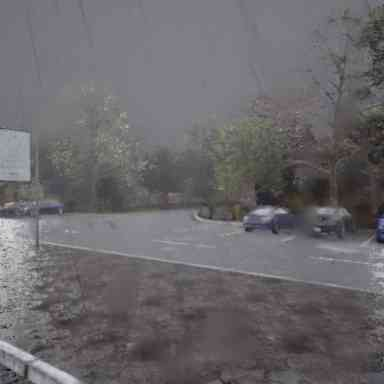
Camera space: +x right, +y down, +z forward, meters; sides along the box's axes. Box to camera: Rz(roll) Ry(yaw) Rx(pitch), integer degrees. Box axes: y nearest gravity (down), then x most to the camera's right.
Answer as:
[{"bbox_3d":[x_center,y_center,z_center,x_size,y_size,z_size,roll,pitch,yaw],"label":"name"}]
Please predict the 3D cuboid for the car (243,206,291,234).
[{"bbox_3d":[4.551,1.538,19.305,2.002,1.452,4.674,0,0,36],"label":"car"}]

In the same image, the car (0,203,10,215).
[{"bbox_3d":[-17.843,1.703,35.276,2.002,1.452,4.674,0,0,35],"label":"car"}]

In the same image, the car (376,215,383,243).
[{"bbox_3d":[9.883,1.458,15.502,2.097,1.535,5.008,0,0,36],"label":"car"}]

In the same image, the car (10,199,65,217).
[{"bbox_3d":[-15.223,1.517,33.491,2.185,1.767,4.553,0,0,35],"label":"car"}]

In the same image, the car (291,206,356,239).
[{"bbox_3d":[7.214,1.479,17.398,2.231,1.521,4.892,0,0,36],"label":"car"}]
